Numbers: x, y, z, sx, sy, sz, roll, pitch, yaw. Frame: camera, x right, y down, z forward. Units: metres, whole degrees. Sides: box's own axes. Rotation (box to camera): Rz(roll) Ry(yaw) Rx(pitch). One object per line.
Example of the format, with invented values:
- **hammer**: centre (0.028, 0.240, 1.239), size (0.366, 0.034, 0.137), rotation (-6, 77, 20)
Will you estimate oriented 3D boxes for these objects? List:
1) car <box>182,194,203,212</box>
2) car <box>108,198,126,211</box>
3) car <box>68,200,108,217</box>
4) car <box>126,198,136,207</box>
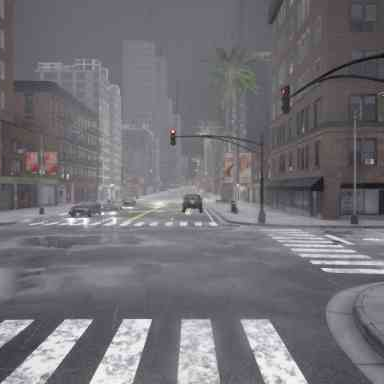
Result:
- **car**: centre (0.063, 1.214, 38.426), size (2.150, 2.045, 5.566), rotation (0, 0, 0)
- **car**: centre (-9.859, 1.590, 41.135), size (1.895, 1.301, 4.718), rotation (0, 0, 0)
- **car**: centre (-9.857, 1.540, 31.448), size (2.033, 1.411, 5.357), rotation (0, 0, 0)
- **car**: centre (-9.847, 1.543, 51.369), size (1.994, 1.385, 4.181), rotation (0, 0, 1)
